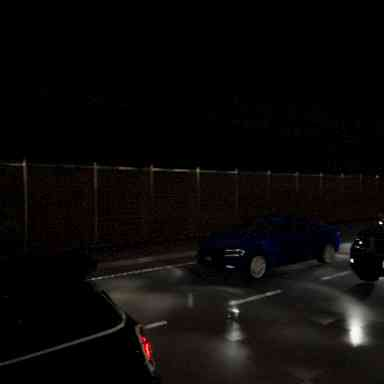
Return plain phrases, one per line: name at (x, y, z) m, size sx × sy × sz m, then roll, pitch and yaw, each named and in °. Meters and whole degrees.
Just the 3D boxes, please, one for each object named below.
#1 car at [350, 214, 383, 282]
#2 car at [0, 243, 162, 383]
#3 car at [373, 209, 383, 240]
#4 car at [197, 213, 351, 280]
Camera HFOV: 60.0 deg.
car at (6.342, 1.151, 8.469) m, size 5.566 × 2.045 × 2.150 m, roll 0°, pitch 0°, yaw -35°
car at (-2.507, 1.358, 2.189) m, size 4.553 × 1.767 × 2.097 m, roll -1°, pitch 0°, yaw -35°
car at (10.817, 1.472, 15.881) m, size 4.718 × 1.301 × 1.895 m, roll -1°, pitch 0°, yaw -35°
car at (2.432, 1.422, 10.000) m, size 5.008 × 1.535 × 1.882 m, roll 0°, pitch 0°, yaw -35°
